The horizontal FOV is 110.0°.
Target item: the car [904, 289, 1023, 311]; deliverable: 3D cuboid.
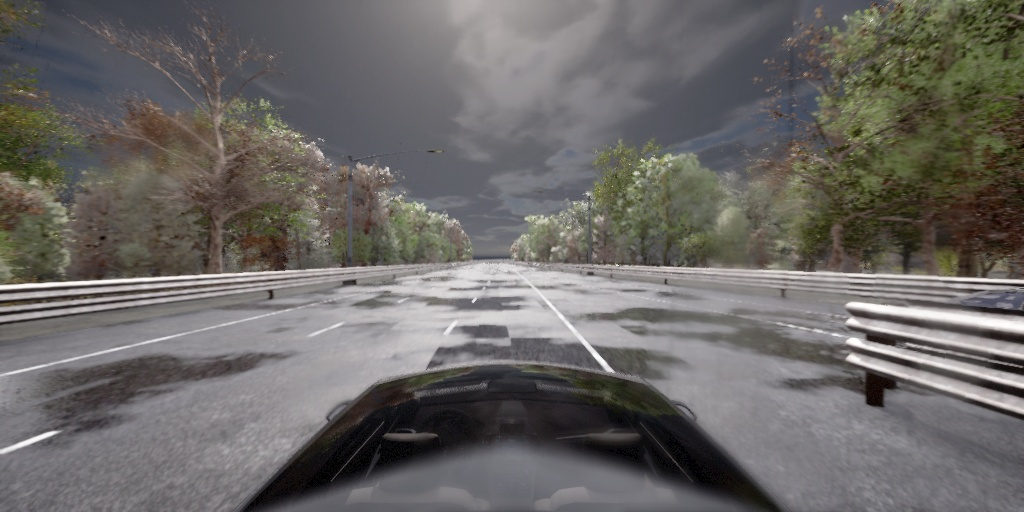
[{"bbox_3d":[10.965,1.387,7.457,2.033,1.411,5.357,0,-1,-11],"label":"car"}]
